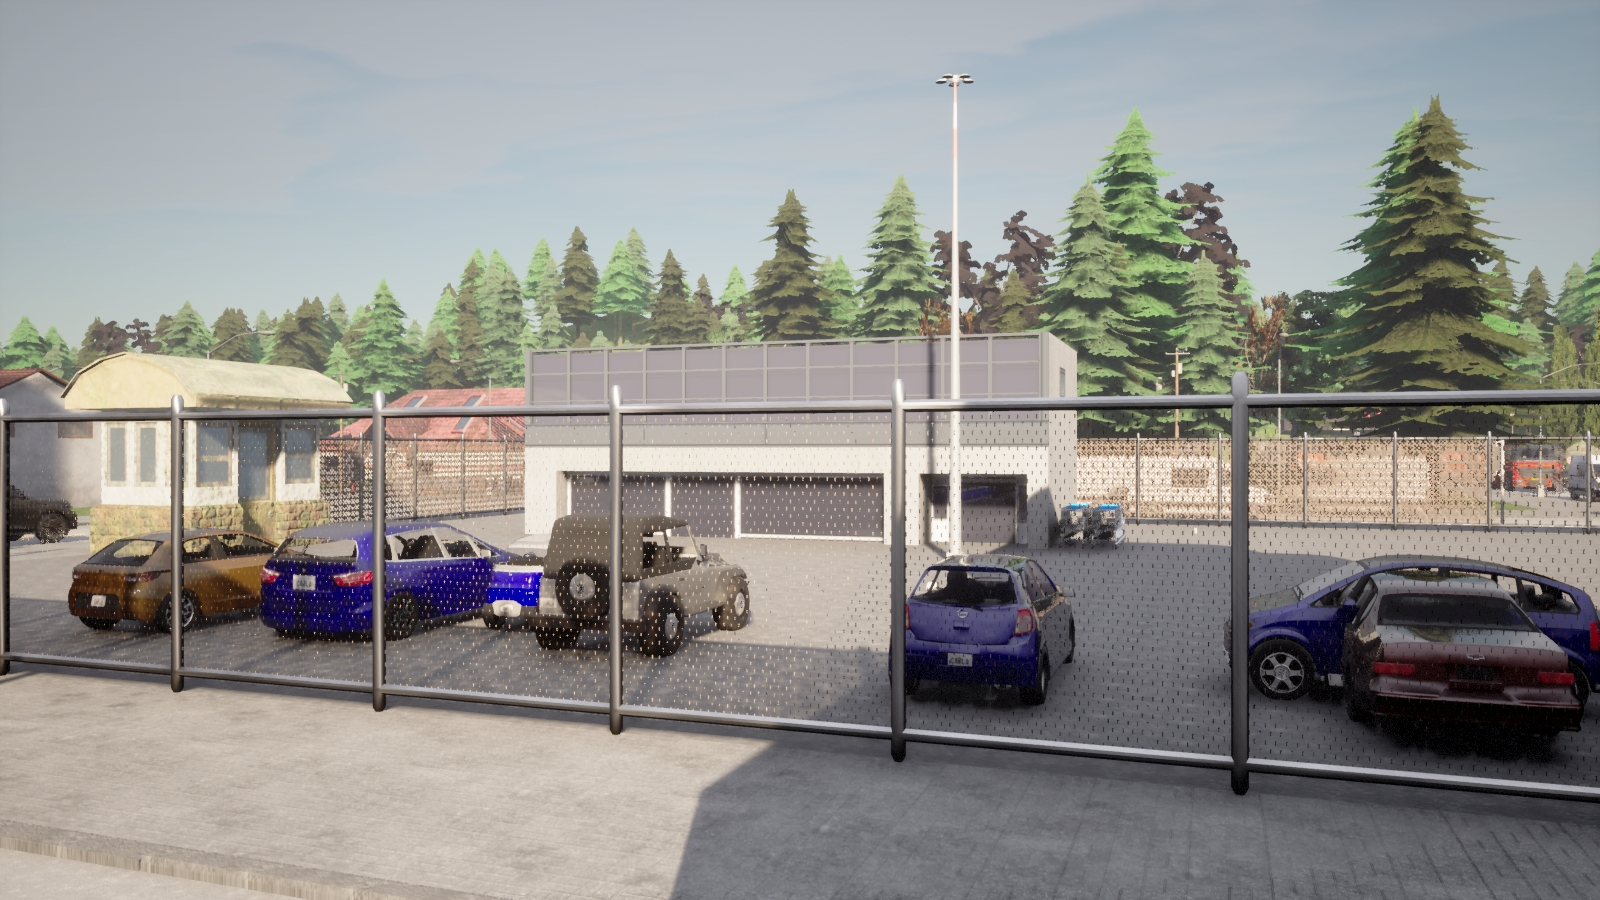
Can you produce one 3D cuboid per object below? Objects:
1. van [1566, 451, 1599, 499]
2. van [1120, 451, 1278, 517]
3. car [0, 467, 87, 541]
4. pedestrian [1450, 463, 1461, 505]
[{"bbox_3d":[44.035,1.314,62.679,1.988,2.561,5.915,0,0,20],"label":"van"},{"bbox_3d":[16.090,1.314,46.209,5.915,2.561,1.988,0,0,20],"label":"van"},{"bbox_3d":[-23.844,1.560,32.804,2.150,2.045,5.566,0,0,21],"label":"car"},{"bbox_3d":[29.438,1.526,51.321,0.375,1.860,0.375,0,0,20],"label":"pedestrian"}]
